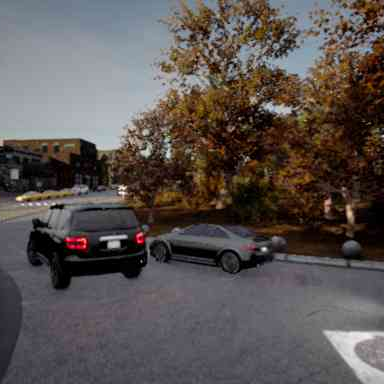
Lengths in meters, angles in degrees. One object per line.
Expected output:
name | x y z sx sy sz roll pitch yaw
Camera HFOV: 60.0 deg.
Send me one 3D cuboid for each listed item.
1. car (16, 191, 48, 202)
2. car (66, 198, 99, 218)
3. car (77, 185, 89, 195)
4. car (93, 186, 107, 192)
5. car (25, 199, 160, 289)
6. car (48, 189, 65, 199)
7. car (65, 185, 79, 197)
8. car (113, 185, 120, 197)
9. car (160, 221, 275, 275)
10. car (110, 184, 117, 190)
car | -25.237 0.701 51.888 1.946 1.575 5.366 0 3 7
car | -10.809 1.504 33.325 1.882 1.535 5.008 0 2 -3
car | -23.301 -0.417 68.598 2.435 2.045 5.566 0 3 7
car | -22.041 -0.704 79.572 2.163 1.488 4.792 0 3 7
car | -3.295 1.329 9.881 2.150 2.045 5.566 0 -1 -34
car | -24.596 0.414 57.366 1.946 1.575 5.366 0 3 7
car | -23.964 0.130 62.848 1.946 1.575 5.366 0 3 7
car | -12.362 -0.010 61.527 2.097 1.767 4.553 0 3 7
car | 0.561 1.661 10.947 4.181 1.385 1.994 -1 -1 39
car | -20.770 -1.303 90.571 2.231 1.521 4.892 0 3 7
